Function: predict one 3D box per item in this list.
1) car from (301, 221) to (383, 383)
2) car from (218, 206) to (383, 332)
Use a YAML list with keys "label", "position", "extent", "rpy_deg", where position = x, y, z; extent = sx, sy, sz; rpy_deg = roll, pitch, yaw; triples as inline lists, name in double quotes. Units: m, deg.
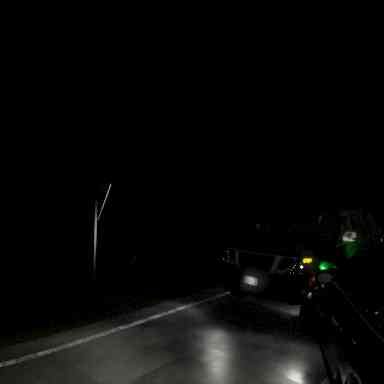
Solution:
- label: "car"
  position: [2.589, 1.436, 3.766]
  extent: [2.097, 1.767, 4.553]
  rpy_deg: [1, -1, 14]
- label: "car"
  position: [3.012, 1.396, 8.236]
  extent: [2.150, 2.045, 5.566]
  rpy_deg: [0, -2, 43]
